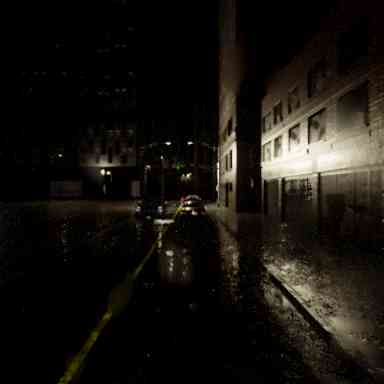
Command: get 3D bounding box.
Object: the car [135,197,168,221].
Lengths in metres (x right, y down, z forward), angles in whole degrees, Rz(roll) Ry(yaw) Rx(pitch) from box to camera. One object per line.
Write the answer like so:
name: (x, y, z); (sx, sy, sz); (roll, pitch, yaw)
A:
car: (-3.020, 1.180, 25.539); (2.097, 1.767, 4.553); (0, 1, 0)

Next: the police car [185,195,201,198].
police car: (0.098, 1.157, 40.036); (1.930, 1.638, 5.238); (0, 0, 0)

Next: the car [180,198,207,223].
car: (0.098, 1.389, 23.670); (2.033, 1.411, 5.357); (0, 0, 0)
